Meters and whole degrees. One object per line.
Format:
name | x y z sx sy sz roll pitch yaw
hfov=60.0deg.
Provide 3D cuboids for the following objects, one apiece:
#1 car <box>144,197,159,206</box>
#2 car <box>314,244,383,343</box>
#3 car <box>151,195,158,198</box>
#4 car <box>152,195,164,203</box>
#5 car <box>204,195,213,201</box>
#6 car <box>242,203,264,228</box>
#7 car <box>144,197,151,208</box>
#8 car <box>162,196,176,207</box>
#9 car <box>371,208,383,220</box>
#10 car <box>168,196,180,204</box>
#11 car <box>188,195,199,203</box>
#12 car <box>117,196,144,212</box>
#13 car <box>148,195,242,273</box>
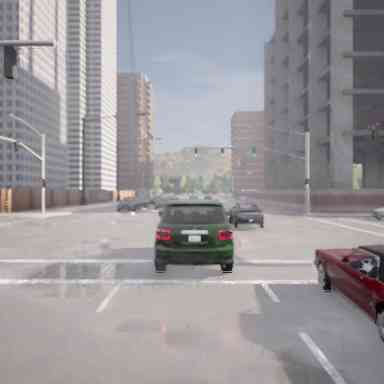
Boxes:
car | -6.940 1.562 56.806 1.895 1.301 4.718 0 0 1
car | 3.754 1.597 5.995 1.895 1.301 4.718 0 0 4
car | -3.715 1.476 42.823 1.837 1.490 4.892 0 0 1
car | -6.749 1.458 67.125 1.837 1.490 4.892 0 0 1
car | 3.963 1.446 80.433 1.837 1.490 4.892 0 0 1
car | 3.459 1.476 21.979 2.128 1.511 4.902 0 0 -1
car | -7.142 1.473 47.466 1.837 1.490 4.892 0 0 1
car | -3.544 1.469 52.202 1.837 1.490 4.892 0 0 1
car | 16.624 1.508 26.129 4.674 1.442 1.812 0 0 0
car | -3.330 1.522 61.966 1.994 1.385 4.181 0 0 1
car | 0.349 1.445 66.762 2.128 1.511 4.902 0 0 1
car | -7.273 1.326 38.565 2.097 1.767 4.553 0 0 1
car | 0.050 1.216 10.828 2.150 2.045 5.566 0 0 0
